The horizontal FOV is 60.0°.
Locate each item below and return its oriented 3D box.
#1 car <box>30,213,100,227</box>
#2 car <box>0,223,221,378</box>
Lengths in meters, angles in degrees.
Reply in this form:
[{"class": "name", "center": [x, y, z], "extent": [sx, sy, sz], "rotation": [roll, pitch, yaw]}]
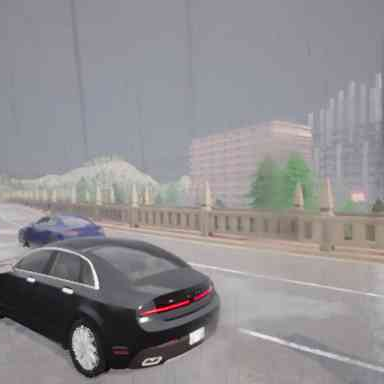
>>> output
[{"class": "car", "center": [-5.252, 1.569, 13.303], "extent": [4.674, 1.442, 1.812], "rotation": [0, 0, 43]}, {"class": "car", "center": [-1.826, 1.525, 5.626], "extent": [4.892, 1.490, 1.837], "rotation": [0, 0, 39]}]
